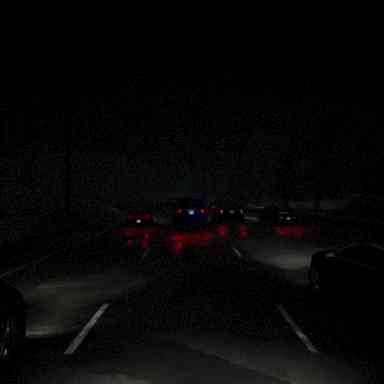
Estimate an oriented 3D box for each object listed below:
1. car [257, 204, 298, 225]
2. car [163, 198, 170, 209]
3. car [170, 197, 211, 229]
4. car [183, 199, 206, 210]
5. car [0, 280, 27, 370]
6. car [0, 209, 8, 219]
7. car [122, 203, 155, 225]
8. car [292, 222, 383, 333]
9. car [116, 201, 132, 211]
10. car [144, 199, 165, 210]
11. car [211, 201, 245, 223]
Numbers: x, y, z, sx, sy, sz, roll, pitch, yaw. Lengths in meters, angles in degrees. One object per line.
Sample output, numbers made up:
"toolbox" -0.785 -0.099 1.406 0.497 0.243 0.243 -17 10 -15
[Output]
"car" 6.494 1.675 25.691 2.128 1.511 4.902 0 0 -6
"car" -3.812 1.716 51.491 2.097 1.767 4.553 0 0 -24
"car" -0.251 1.389 23.357 2.150 2.045 5.566 0 0 -4
"car" 0.319 1.867 50.816 1.837 1.490 4.892 0 0 -22
"car" -3.401 1.373 2.908 2.097 1.767 4.553 0 0 0
"car" -14.234 1.634 22.151 1.882 1.535 5.008 0 0 -3
"car" -3.985 1.782 25.578 1.895 1.301 4.718 0 0 -6
"car" 3.598 1.533 5.741 2.128 1.511 4.902 0 0 0
"car" -9.403 1.932 46.817 1.895 1.301 4.718 0 0 -22
"car" -5.787 1.899 47.250 1.994 1.385 4.181 0 0 -22
"car" 2.784 1.547 27.280 2.097 1.767 4.553 0 0 -6
